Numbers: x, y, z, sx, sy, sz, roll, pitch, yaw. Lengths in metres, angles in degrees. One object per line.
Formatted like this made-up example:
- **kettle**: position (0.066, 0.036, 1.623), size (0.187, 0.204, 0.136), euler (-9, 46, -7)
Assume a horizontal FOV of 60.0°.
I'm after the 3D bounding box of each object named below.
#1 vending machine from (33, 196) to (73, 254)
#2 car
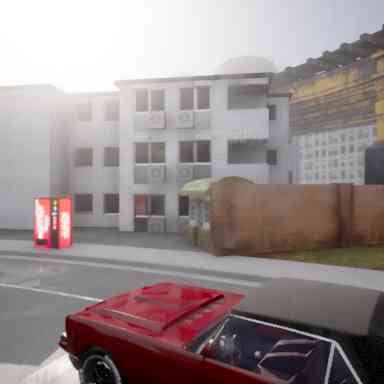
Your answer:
- **vending machine**: position (-5.283, 1.195, 12.694), size (0.880, 2.100, 1.100), euler (0, 0, 18)
- **car**: position (0.813, 1.600, 3.319), size (4.718, 1.301, 1.895), euler (0, 0, 34)
